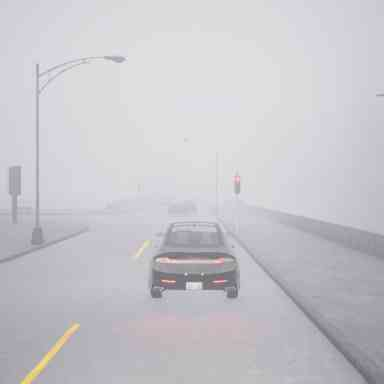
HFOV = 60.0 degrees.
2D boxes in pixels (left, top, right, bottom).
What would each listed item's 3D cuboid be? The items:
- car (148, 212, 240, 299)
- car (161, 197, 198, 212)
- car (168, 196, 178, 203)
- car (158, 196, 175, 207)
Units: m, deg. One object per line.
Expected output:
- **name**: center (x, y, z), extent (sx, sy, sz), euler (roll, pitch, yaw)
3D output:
- **car**: center (0.059, 1.492, 8.469), extent (2.128, 1.511, 4.902), euler (0, 0, 0)
- **car**: center (-0.950, 1.526, 33.761), extent (1.812, 1.442, 4.674), euler (1, 0, 23)
- **car**: center (-4.029, 1.552, 70.343), extent (1.994, 1.385, 4.181), euler (0, 0, 0)
- **car**: center (-4.118, 1.547, 50.860), extent (2.033, 1.411, 5.357), euler (0, 0, 0)
